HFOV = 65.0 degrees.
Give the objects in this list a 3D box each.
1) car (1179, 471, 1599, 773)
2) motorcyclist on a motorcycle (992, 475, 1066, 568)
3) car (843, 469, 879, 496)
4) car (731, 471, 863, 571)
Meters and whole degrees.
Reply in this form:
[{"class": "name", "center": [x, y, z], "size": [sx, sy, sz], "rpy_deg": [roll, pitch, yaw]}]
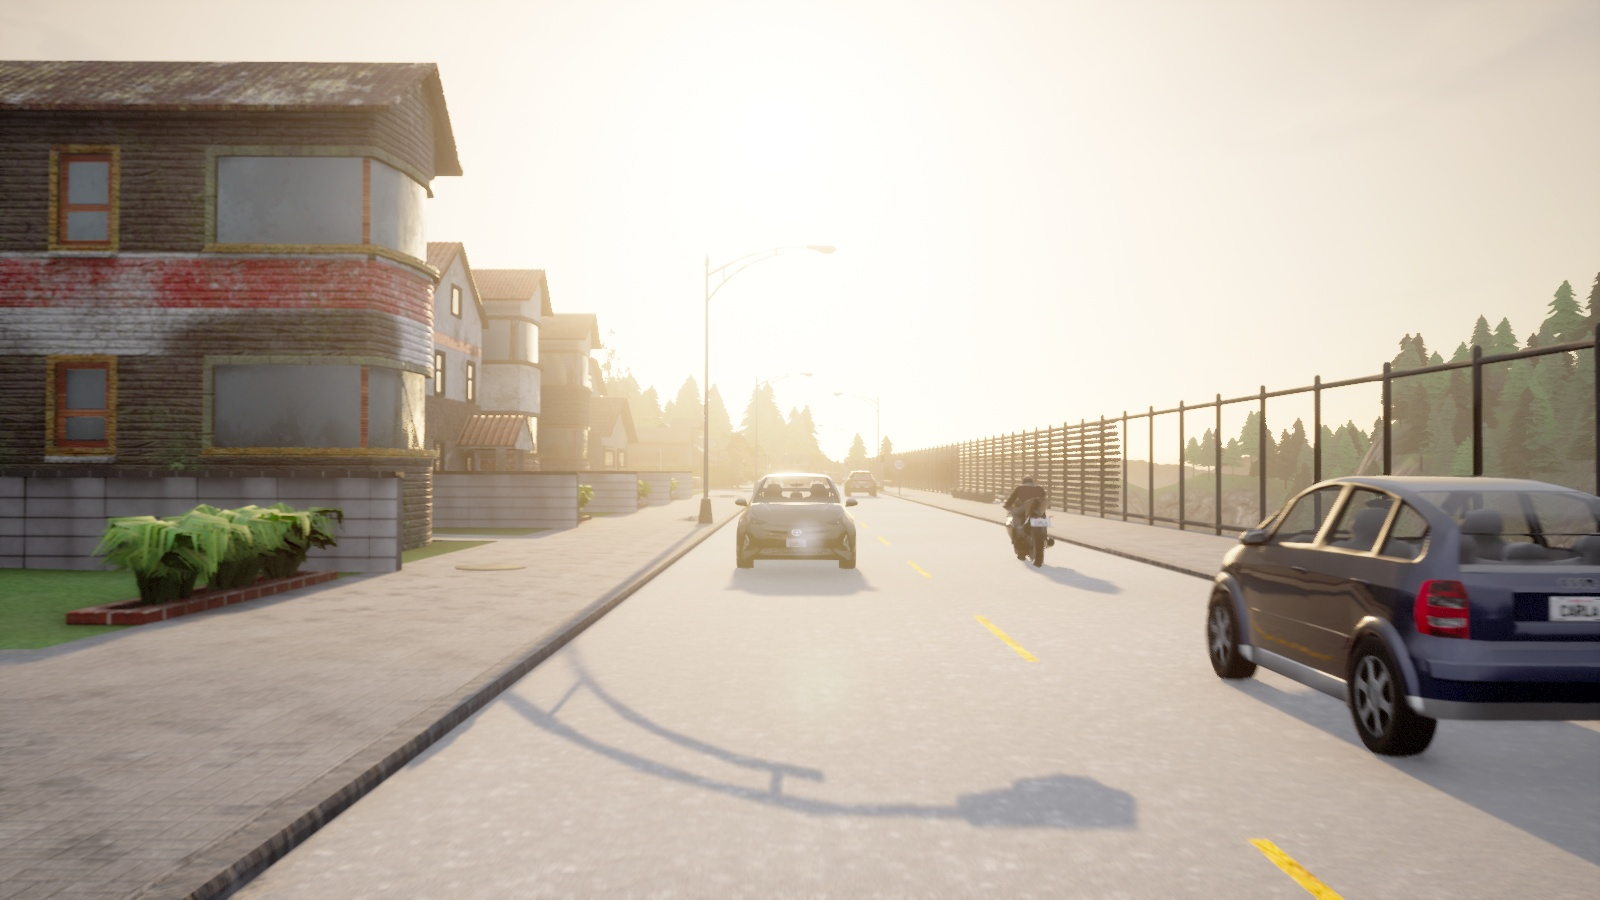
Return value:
[{"class": "car", "center": [3.979, 0.917, 8.345], "size": [1.789, 1.549, 3.705], "rpy_deg": [0, -1, 0]}, {"class": "motorcyclist on a motorcycle", "center": [3.947, 1.199, 21.811], "size": [0.866, 1.530, 2.191], "rpy_deg": [0, -1, 0]}, {"class": "car", "center": [3.807, 2.062, 79.591], "size": [2.033, 1.649, 4.856], "rpy_deg": [0, -1, 0]}, {"class": "car", "center": [-0.052, 1.120, 21.415], "size": [2.007, 1.525, 4.514], "rpy_deg": [0, -1, 0]}]
